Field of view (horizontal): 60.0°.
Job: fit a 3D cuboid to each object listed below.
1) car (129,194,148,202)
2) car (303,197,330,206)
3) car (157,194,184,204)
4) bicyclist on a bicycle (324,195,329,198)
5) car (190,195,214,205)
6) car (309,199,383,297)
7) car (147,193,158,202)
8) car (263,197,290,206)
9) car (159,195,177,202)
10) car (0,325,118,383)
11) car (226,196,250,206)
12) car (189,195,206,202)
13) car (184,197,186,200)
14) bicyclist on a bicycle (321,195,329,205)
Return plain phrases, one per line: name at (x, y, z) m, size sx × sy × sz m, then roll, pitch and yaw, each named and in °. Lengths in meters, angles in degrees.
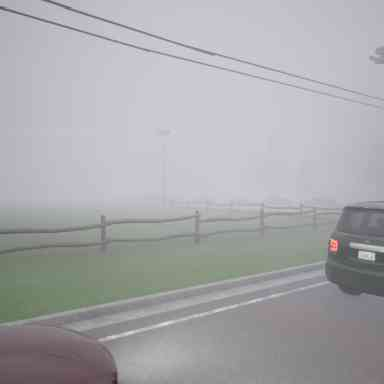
car at (-12.234, 1.526, 73.285) m, size 2.128 × 1.511 × 4.902 m, roll 0°, pitch 0°, yaw -34°
car at (19.471, 1.507, 51.307) m, size 1.837 × 1.490 × 4.892 m, roll 0°, pitch 0°, yaw -33°
car at (-4.005, 1.505, 61.239) m, size 1.837 × 1.490 × 4.892 m, roll 0°, pitch 0°, yaw -34°
bicyclist on a bicycle at (22.165, 1.305, 54.466) m, size 1.656 × 1.620 × 0.582 m, roll 0°, pitch 0°, yaw -44°
car at (1.850, 1.506, 58.802) m, size 1.837 × 1.490 × 4.892 m, roll 0°, pitch 0°, yaw -34°
car at (5.318, 1.222, 7.396) m, size 5.566 × 2.045 × 2.150 m, roll 0°, pitch 0°, yaw -34°
car at (-9.292, 1.227, 75.180) m, size 2.150 × 2.045 × 5.566 m, roll 0°, pitch 0°, yaw -34°
car at (13.552, 1.507, 53.914) m, size 1.837 × 1.490 × 4.892 m, roll 0°, pitch 0°, yaw -34°
car at (-5.516, 1.526, 75.838) m, size 1.812 × 1.442 × 4.674 m, roll 0°, pitch 0°, yaw -34°
car at (-2.721, 1.526, 1.884) m, size 4.674 × 1.442 × 1.812 m, roll 0°, pitch 0°, yaw -34°
car at (7.734, 1.493, 56.319) m, size 2.128 × 1.511 × 4.902 m, roll 0°, pitch 0°, yaw -34°
car at (1.270, 1.527, 78.291) m, size 1.812 × 1.442 × 4.674 m, roll 0°, pitch 0°, yaw -34°
car at (-3.563, 1.542, 79.203) m, size 2.033 × 1.411 × 5.357 m, roll 0°, pitch 0°, yaw -34°
bicyclist on a bicycle at (22.029, 1.305, 55.014) m, size 0.582 × 1.620 × 1.656 m, roll 0°, pitch 0°, yaw 43°
